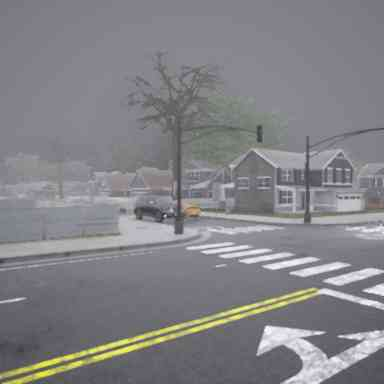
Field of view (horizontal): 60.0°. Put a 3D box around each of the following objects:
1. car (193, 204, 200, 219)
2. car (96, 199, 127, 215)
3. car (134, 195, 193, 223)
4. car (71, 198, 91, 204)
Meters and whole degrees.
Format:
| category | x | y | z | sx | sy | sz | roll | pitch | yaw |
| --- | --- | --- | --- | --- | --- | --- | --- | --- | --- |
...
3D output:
| category | x | y | z | sx | sy | sz | roll | pitch | yaw |
| --- | --- | --- | --- | --- | --- | --- | --- | --- | --- |
| car | -1.260 | 1.536 | 29.519 | 1.882 | 1.535 | 5.008 | 0 | 0 | -35 |
| car | -8.467 | 1.547 | 34.605 | 1.882 | 1.535 | 5.008 | 0 | 0 | -35 |
| car | -2.623 | 1.274 | 26.351 | 2.150 | 2.045 | 5.566 | 0 | 0 | -35 |
| car | -14.428 | 1.592 | 43.046 | 1.837 | 1.490 | 4.892 | 0 | 0 | -35 |
